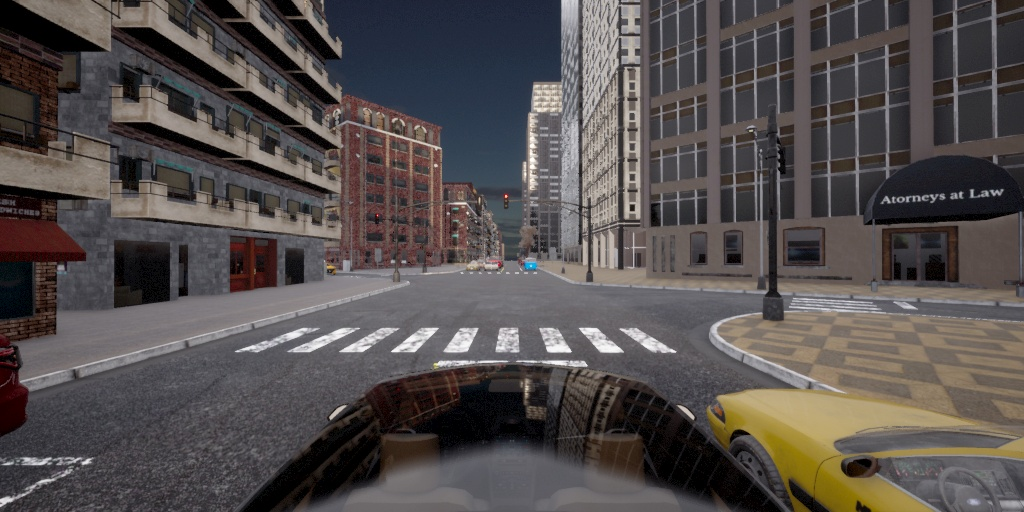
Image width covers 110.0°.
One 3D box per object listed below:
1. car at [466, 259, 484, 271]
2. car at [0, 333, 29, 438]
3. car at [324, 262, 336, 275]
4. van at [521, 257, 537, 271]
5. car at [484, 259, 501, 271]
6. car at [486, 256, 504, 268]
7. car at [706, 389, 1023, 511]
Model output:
[{"bbox_3d":[-5.329,1.321,49.895,1.751,1.417,4.829,0,0,0],"label":"car"},{"bbox_3d":[-5.314,1.065,1.065,2.192,1.841,5.009,0,0,0],"label":"car"},{"bbox_3d":[-22.250,1.428,41.658,5.008,1.535,1.882,-1,-1,41],"label":"car"},{"bbox_3d":[2.551,1.136,50.067,1.690,1.789,3.998,0,0,0],"label":"van"},{"bbox_3d":[-2.863,1.397,50.179,1.895,1.301,4.718,0,0,-2],"label":"car"},{"bbox_3d":[-2.848,1.038,59.686,2.150,2.045,5.566,0,0,0],"label":"car"},{"bbox_3d":[2.566,1.275,1.244,1.751,1.417,4.829,0,0,0],"label":"car"}]
